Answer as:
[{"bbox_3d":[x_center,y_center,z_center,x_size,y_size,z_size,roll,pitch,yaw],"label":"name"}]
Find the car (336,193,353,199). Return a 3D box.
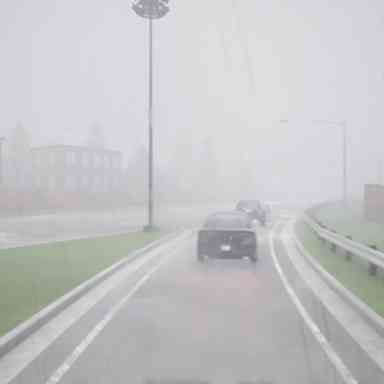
[{"bbox_3d":[39.244,1.151,84.887,2.128,1.511,4.902,0,0,36],"label":"car"}]

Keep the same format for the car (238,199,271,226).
[{"bbox_3d":[4.134,1.247,22.708,2.097,1.767,4.553,0,0,19],"label":"car"}]

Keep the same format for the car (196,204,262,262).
[{"bbox_3d":[1.328,1.421,11.951,1.882,1.535,5.008,0,1,9],"label":"car"}]

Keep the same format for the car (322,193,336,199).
[{"bbox_3d":[36.429,1.092,86.968,1.882,1.535,5.008,0,0,36],"label":"car"}]

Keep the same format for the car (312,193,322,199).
[{"bbox_3d":[33.614,1.127,89.048,2.128,1.511,4.902,0,0,36],"label":"car"}]

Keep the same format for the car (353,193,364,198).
[{"bbox_3d":[42.286,1.188,83.115,1.994,1.385,4.181,0,0,36],"label":"car"}]
